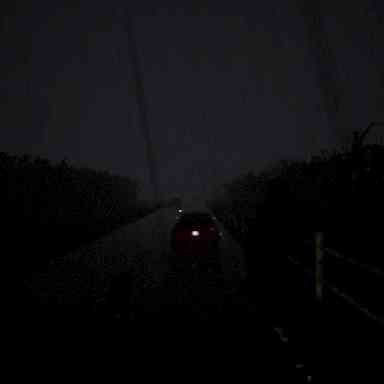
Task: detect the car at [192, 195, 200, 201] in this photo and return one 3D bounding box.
[{"bbox_3d":[0.984,1.595,85.406,1.837,1.490,4.892,0,0,1],"label":"car"}]

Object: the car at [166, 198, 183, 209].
[{"bbox_3d":[-2.250,1.559,44.436,1.837,1.490,4.892,0,0,1],"label":"car"}]

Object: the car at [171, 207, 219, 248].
[{"bbox_3d":[0.153,1.569,14.865,1.994,1.385,4.181,0,0,1],"label":"car"}]

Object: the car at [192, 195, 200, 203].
[{"bbox_3d":[0.861,1.636,75.010,2.128,1.511,4.902,0,0,1],"label":"car"}]
